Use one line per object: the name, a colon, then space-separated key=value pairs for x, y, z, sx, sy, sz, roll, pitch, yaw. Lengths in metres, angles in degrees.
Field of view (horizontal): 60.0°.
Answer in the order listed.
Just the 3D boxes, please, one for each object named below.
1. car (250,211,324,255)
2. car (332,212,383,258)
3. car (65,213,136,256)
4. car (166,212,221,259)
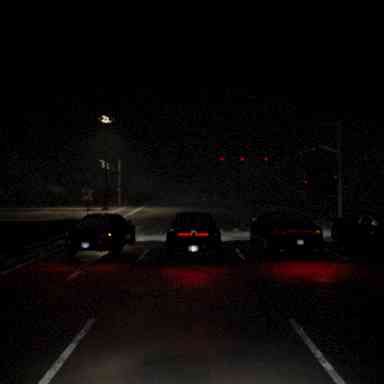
car: x=3.568 y=1.492 z=13.354 sx=1.882 sy=1.535 sz=5.008 roll=0 pitch=0 yaw=0
car: x=7.064 y=1.505 z=12.768 sx=2.128 sy=1.511 sz=4.902 roll=0 pitch=0 yaw=0
car: x=-3.433 y=1.540 z=13.064 sx=1.812 sy=1.442 sz=4.674 roll=0 pitch=0 yaw=0
car: x=0.066 y=1.517 z=12.649 sx=1.837 sy=1.490 sz=4.892 roll=0 pitch=-1 yaw=0
